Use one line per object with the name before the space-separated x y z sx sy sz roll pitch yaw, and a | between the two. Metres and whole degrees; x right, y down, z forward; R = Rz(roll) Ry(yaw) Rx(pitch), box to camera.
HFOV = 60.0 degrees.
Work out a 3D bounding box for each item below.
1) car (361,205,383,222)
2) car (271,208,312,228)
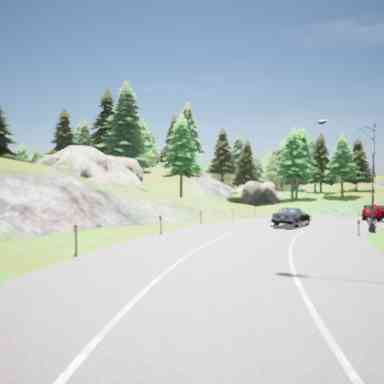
car | 23.700 2.714 41.976 5.566 2.045 2.150 4 0 -32
car | 7.691 1.914 25.516 2.033 1.411 5.357 2 -1 32
